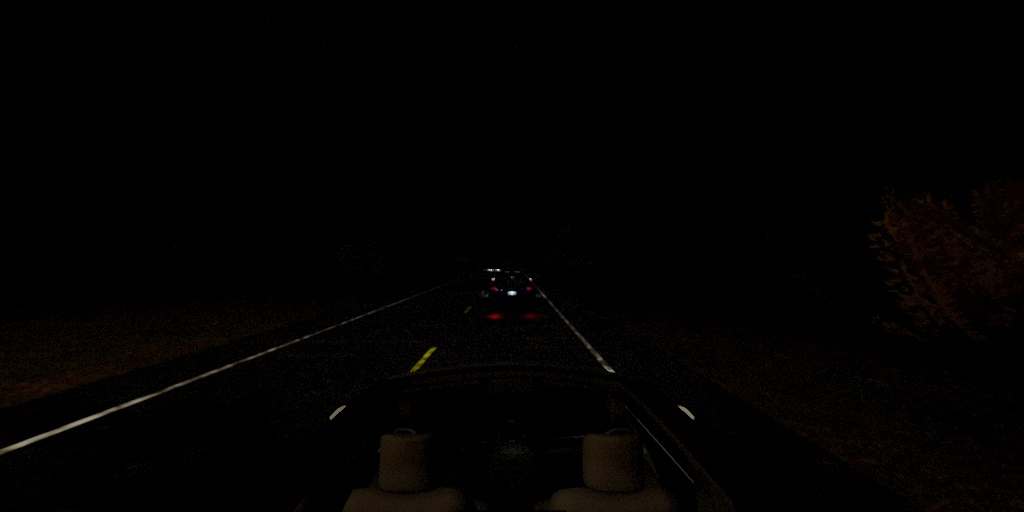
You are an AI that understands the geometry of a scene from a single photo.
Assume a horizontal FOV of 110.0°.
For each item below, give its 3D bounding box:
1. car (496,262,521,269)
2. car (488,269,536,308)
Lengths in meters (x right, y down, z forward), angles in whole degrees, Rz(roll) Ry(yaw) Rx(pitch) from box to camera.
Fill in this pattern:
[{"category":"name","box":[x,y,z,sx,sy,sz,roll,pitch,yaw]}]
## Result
[{"category":"car","box":[0.001,1.526,31.148,2.128,1.511,4.902,0,0,0]},{"category":"car","box":[0.005,1.451,16.160,1.994,1.385,4.181,0,-1,0]}]
